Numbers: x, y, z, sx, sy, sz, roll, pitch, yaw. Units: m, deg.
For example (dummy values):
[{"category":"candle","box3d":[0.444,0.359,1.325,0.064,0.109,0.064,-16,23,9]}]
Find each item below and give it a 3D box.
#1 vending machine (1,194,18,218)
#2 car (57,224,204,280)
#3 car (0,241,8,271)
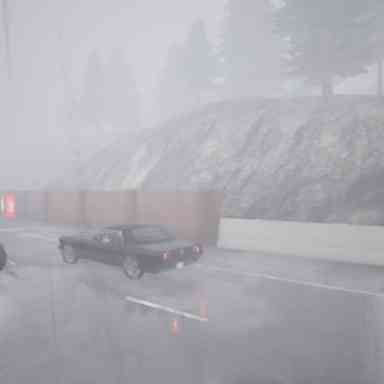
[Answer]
[{"category":"vending machine","box3d":[-16.252,1.225,29.640,1.100,2.100,0.880,0,0,-43]},{"category":"car","box3d":[-2.060,1.619,10.049,4.718,1.301,1.895,0,0,38]},{"category":"car","box3d":[-7.130,1.571,9.689,4.181,1.385,1.994,0,0,39]}]
